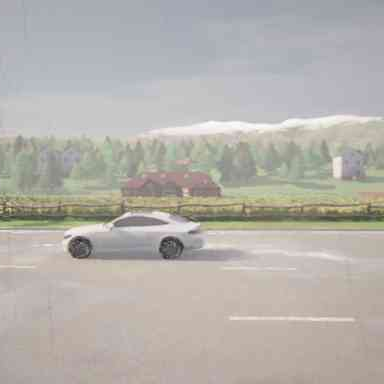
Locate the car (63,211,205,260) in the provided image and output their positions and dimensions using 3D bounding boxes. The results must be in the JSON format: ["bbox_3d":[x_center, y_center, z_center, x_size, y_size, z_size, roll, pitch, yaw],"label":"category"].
[{"bbox_3d":[-1.889,1.373,11.156,4.674,1.442,1.812,0,1,2],"label":"car"}]
